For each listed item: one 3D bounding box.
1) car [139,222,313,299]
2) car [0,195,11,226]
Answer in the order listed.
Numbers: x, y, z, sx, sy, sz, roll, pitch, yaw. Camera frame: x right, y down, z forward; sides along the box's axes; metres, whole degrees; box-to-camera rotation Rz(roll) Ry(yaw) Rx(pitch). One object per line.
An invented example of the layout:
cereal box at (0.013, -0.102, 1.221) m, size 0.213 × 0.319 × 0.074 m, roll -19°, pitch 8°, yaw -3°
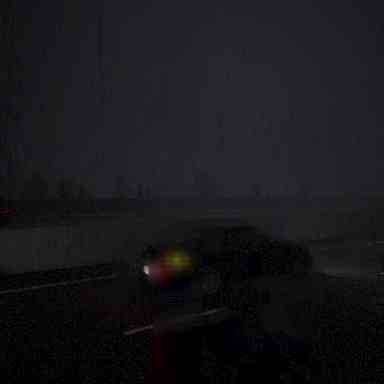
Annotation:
car at (0.980, 1.494, 8.339) m, size 4.674 × 1.442 × 1.812 m, roll 0°, pitch 0°, yaw -32°
car at (-12.221, 1.160, 16.620) m, size 5.566 × 2.045 × 2.150 m, roll 0°, pitch 0°, yaw -35°
